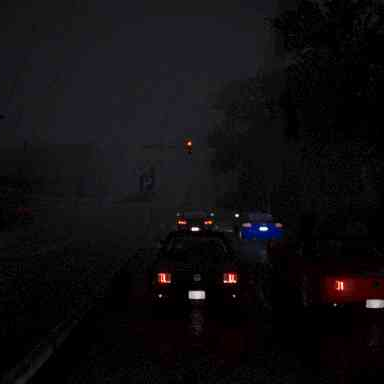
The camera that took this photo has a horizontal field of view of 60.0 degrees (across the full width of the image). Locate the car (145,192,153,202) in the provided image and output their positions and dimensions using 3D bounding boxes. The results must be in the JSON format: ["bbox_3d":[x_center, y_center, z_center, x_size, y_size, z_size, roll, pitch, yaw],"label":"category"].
[{"bbox_3d":[-10.797,1.314,64.348,5.366,1.575,1.946,-1,0,-15],"label":"car"}]

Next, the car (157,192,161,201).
[{"bbox_3d":[-10.010,1.320,73.311,4.892,1.521,2.231,-1,0,-14],"label":"car"}]

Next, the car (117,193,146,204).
[{"bbox_3d":[-11.442,1.357,61.356,4.792,1.488,2.163,-1,0,-15],"label":"car"}]

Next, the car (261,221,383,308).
[{"bbox_3d":[3.120,1.611,7.859,1.895,1.301,4.718,0,0,0],"label":"car"}]

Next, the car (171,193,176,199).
[{"bbox_3d":[-7.999,1.063,88.296,5.566,2.045,2.435,-1,0,-12],"label":"car"}]

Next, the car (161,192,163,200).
[{"bbox_3d":[-9.637,1.358,76.306,4.674,1.452,2.002,-1,0,-13],"label":"car"}]

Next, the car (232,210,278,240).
[{"bbox_3d":[3.164,1.588,16.607,1.994,1.385,4.181,0,0,1],"label":"car"}]

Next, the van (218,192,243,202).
[{"bbox_3d":[7.286,1.041,63.949,4.442,1.987,1.878,1,0,-14],"label":"van"}]

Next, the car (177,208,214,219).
[{"bbox_3d":[0.172,1.552,17.452,1.812,1.442,4.674,0,0,1],"label":"car"}]

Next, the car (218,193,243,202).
[{"bbox_3d":[7.669,1.140,66.919,4.553,1.767,2.185,1,0,-14],"label":"car"}]

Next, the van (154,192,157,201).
[{"bbox_3d":[-10.238,1.092,70.340,4.442,1.987,1.878,-1,0,-14],"label":"van"}]

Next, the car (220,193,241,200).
[{"bbox_3d":[9.461,1.128,81.619,4.553,1.767,2.185,1,0,-12],"label":"car"}]

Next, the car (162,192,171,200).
[{"bbox_3d":[-8.449,1.356,85.290,4.674,1.452,2.002,-1,0,-12],"label":"car"}]

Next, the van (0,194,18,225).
[{"bbox_3d":[-13.602,1.296,20.572,4.442,1.987,1.878,-1,0,-19],"label":"van"}]

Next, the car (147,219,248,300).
[{"bbox_3d":[0.110,1.612,8.350,1.895,1.301,4.718,0,0,0],"label":"car"}]

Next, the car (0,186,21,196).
[{"bbox_3d":[-28.163,0.136,52.225,2.002,1.452,4.674,6,-3,-19],"label":"car"}]

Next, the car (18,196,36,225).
[{"bbox_3d":[-13.626,1.403,23.549,4.553,1.767,2.185,-1,0,-19],"label":"car"}]
